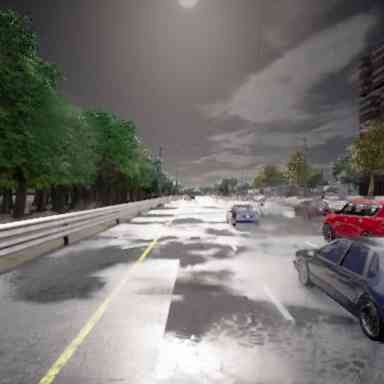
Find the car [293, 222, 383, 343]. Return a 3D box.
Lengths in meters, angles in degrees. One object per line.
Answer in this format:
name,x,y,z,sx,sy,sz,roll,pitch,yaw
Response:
car,3.601,1.579,6.435,2.033,1.411,5.357,0,0,0

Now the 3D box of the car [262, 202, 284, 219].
car,7.103,1.638,30.865,1.812,1.442,4.674,0,0,0

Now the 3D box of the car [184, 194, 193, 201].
car,-1.216,1.739,89.541,1.801,1.575,5.366,0,-1,0

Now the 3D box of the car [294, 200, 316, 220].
car,10.602,1.461,29.469,2.097,1.767,4.553,0,0,0

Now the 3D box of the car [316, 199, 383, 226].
car,7.101,1.281,13.009,2.150,2.045,5.566,0,0,0

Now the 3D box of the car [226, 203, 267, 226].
car,3.602,1.644,23.989,2.033,1.411,5.357,0,0,0
